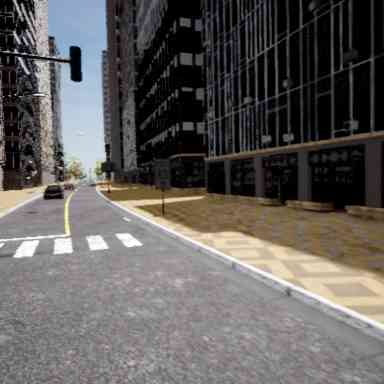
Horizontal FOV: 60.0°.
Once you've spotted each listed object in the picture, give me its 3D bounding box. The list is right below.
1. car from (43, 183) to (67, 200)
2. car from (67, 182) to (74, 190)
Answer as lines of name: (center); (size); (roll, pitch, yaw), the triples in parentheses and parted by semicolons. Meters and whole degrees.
car: (-15.144, -0.009, 36.576); (1.882, 1.535, 5.008); (-2, 3, -19)
car: (-23.173, -1.082, 62.242); (1.994, 1.385, 4.181); (-2, 3, -16)
